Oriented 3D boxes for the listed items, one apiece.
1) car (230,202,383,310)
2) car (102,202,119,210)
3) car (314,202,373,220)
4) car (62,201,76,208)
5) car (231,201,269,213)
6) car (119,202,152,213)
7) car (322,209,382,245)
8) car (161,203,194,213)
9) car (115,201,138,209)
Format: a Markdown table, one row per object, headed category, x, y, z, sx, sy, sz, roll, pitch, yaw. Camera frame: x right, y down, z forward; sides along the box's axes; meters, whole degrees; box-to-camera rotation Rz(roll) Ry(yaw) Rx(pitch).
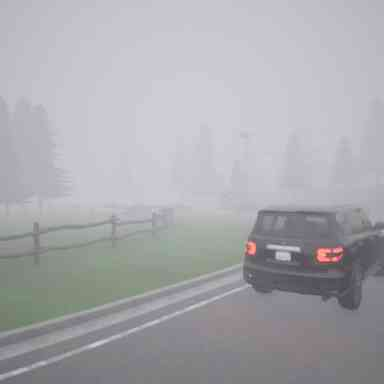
| category | x | y | z | sx | sy | sz | roll | pitch | yaw |
| --- | --- | --- | --- | --- | --- | --- | --- | --- | --- |
| car | 3.354 | 1.313 | 8.384 | 2.150 | 2.045 | 5.566 | -1 | -1 | 38 |
| car | -14.474 | 2.492 | 60.983 | 5.008 | 1.535 | 1.882 | -1 | -1 | 39 |
| car | 14.859 | 1.816 | 32.774 | 4.902 | 1.511 | 2.128 | -1 | -1 | 39 |
| car | -28.686 | 2.880 | 76.842 | 4.892 | 1.490 | 1.837 | -1 | -1 | 39 |
| car | 8.179 | 2.072 | 47.173 | 5.008 | 1.535 | 1.882 | -1 | -1 | 39 |
| car | -7.645 | 2.266 | 46.462 | 4.674 | 1.442 | 1.812 | -1 | -1 | 39 |
| car | 8.301 | 1.724 | 17.790 | 2.033 | 1.411 | 5.357 | -1 | -1 | 16 |
| car | -2.229 | 2.237 | 46.584 | 5.357 | 1.411 | 2.033 | -1 | -1 | 39 |
| car | -12.707 | 2.566 | 64.054 | 4.674 | 1.442 | 1.812 | -1 | -1 | 39 |
